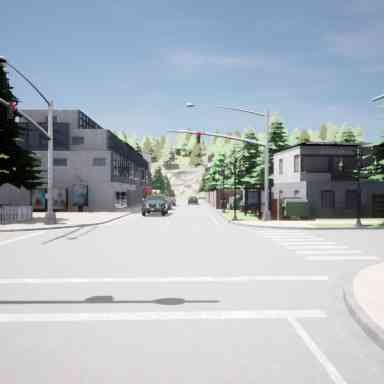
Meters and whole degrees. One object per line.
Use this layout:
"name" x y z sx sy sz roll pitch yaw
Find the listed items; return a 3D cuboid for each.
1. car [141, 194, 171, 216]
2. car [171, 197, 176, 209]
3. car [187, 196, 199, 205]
"car" -3.555 1.221 32.699 2.150 2.045 5.566 0 0 0
"car" -3.538 1.491 42.749 2.128 1.511 4.902 0 0 0
"car" 0.185 1.505 59.556 1.837 1.490 4.892 0 0 0
